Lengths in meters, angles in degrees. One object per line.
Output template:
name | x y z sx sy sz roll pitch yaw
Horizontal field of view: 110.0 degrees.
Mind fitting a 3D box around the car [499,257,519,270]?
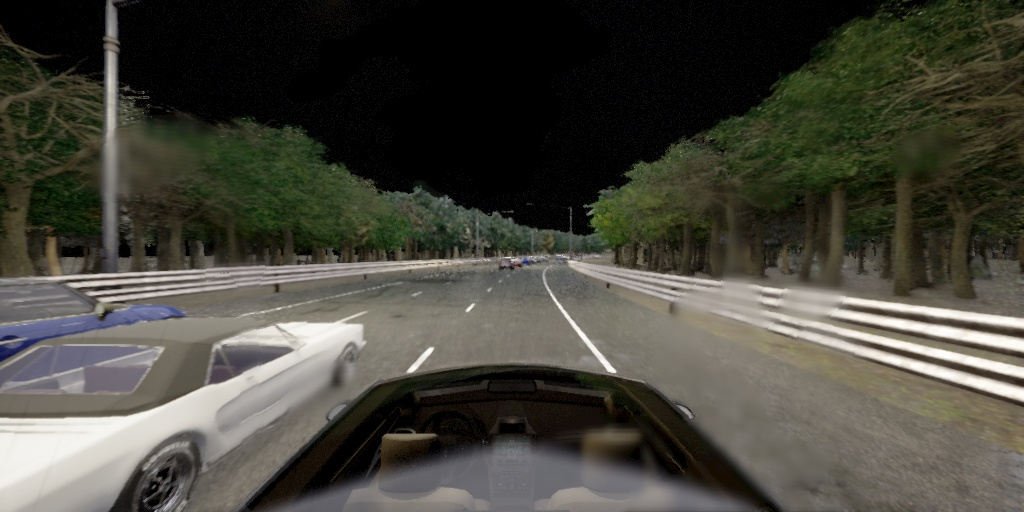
car | -0.683 1.138 50.443 2.033 1.649 4.856 0 0 7

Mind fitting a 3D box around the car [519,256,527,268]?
car | 0.747 1.199 61.236 2.163 1.488 4.792 0 0 8

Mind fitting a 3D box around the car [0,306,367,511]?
car | -3.383 1.331 3.941 1.895 1.301 4.718 0 0 0

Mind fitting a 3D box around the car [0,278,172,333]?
car | -6.864 1.060 4.752 2.097 1.767 4.553 0 0 0
